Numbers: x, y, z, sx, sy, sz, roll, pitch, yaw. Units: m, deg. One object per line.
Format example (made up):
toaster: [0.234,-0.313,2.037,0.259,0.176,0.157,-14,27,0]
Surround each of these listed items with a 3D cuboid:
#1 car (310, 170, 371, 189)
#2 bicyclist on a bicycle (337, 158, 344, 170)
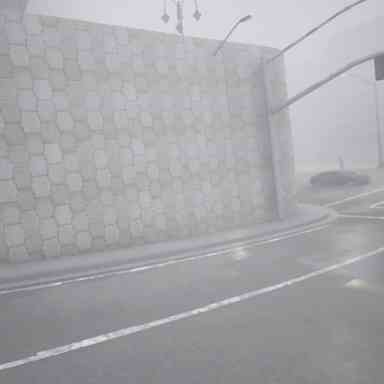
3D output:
car: [12.261,-1.106,27.766,1.837,1.490,4.892,-11,6,-35]
bicyclist on a bicycle: [20.066,-3.813,44.849,1.656,1.620,0.582,-11,6,-35]
